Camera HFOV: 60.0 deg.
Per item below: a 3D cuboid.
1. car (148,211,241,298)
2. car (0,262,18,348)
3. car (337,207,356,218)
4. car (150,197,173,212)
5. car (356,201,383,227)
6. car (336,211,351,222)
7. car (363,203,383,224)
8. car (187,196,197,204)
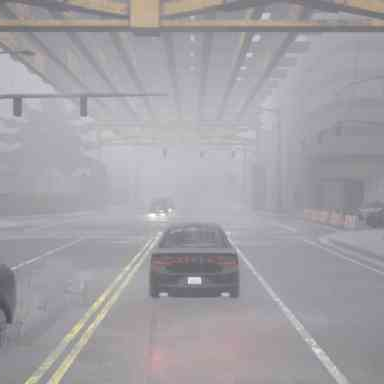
[{"bbox_3d":[0.054,1.477,8.590,1.882,1.535,5.008,0,0,0],"label":"car"},{"bbox_3d":[-3.565,1.491,3.067,2.128,1.511,4.902,0,0,0],"label":"car"},{"bbox_3d":[13.581,1.294,25.032,4.536,1.218,1.853,0,0,25],"label":"car"},{"bbox_3d":[-3.673,1.489,38.303,2.128,1.511,4.902,0,0,0],"label":"car"},{"bbox_3d":[13.217,1.452,20.894,4.974,1.542,2.038,0,0,-20],"label":"car"},{"bbox_3d":[13.534,1.452,25.053,4.974,1.542,2.038,0,0,25],"label":"car"},{"bbox_3d":[13.265,1.295,20.912,4.536,1.218,1.853,0,0,-20],"label":"car"},{"bbox_3d":[-0.041,1.487,64.775,2.128,1.511,4.902,0,0,0],"label":"car"}]
